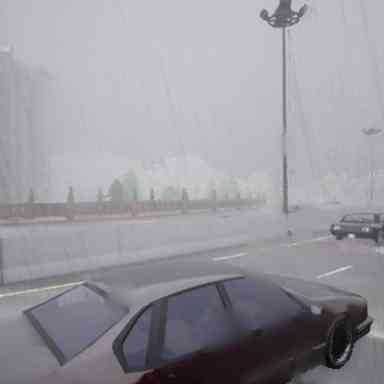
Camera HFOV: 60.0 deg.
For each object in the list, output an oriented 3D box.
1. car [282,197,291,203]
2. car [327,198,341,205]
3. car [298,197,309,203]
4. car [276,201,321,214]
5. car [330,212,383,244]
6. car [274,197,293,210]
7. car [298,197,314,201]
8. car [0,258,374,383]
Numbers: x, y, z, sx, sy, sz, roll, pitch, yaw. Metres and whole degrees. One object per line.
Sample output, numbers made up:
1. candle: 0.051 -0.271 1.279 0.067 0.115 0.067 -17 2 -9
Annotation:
1. car: 24.091 1.993 85.177 1.812 1.442 4.674 -1 0 10
2. car: 27.319 1.817 64.084 2.033 1.411 5.357 -1 0 15
3. car: 26.750 1.932 80.049 1.812 1.442 4.674 -1 0 10
4. car: 9.037 1.700 27.448 1.895 1.301 4.718 0 0 39
5. car: 8.546 1.642 16.145 1.895 1.301 4.718 0 0 45
6. car: 12.710 1.565 45.644 2.097 1.767 4.553 -1 0 28
7. car: 14.540 1.701 41.686 1.812 1.442 4.674 0 0 29
8. car: 0.047 1.560 3.935 5.357 1.411 2.033 0 0 -37
